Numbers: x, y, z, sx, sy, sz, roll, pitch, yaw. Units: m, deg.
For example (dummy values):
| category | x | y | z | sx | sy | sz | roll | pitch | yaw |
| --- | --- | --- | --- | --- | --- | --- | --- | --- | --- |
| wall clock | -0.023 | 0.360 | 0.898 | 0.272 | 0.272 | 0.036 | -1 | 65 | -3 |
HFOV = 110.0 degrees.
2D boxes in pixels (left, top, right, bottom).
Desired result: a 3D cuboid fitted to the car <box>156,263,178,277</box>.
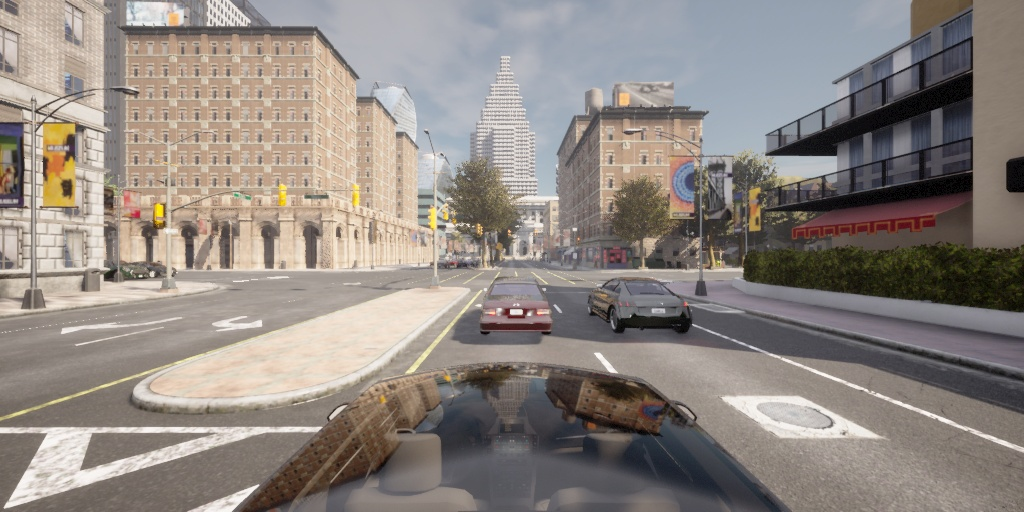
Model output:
| category | x | y | z | sx | sy | sz | roll | pitch | yaw |
| --- | --- | --- | --- | --- | --- | --- | --- | --- | --- |
| car | -34.193 | 1.255 | 33.513 | 4.892 | 1.490 | 1.837 | 0 | 0 | 0 |

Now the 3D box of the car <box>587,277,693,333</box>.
| category | x | y | z | sx | sy | sz | roll | pitch | yaw |
| --- | --- | --- | --- | --- | --- | --- | --- | --- | --- |
| car | 3.589 | 1.314 | 10.790 | 1.994 | 1.385 | 4.181 | 0 | 0 | 0 |

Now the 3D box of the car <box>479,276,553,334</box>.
| category | x | y | z | sx | sy | sz | roll | pitch | yaw |
| --- | --- | --- | --- | --- | --- | --- | --- | --- | --- |
| car | 0.091 | 1.297 | 10.530 | 2.033 | 1.411 | 5.357 | 0 | 0 | 0 |

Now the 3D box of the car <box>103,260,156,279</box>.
| category | x | y | z | sx | sy | sz | roll | pitch | yaw |
| --- | --- | --- | --- | --- | --- | --- | --- | --- | --- |
| car | -33.351 | 1.102 | 30.018 | 4.553 | 1.767 | 2.097 | 0 | 0 | 0 |

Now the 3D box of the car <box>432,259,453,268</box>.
| category | x | y | z | sx | sy | sz | roll | pitch | yaw |
| --- | --- | --- | --- | --- | --- | --- | --- | --- | --- |
| car | -11.630 | 1.276 | 60.266 | 1.812 | 1.442 | 4.674 | 0 | 0 | 0 |

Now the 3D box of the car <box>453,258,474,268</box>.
| category | x | y | z | sx | sy | sz | roll | pitch | yaw |
| --- | --- | --- | --- | --- | --- | --- | --- | --- | --- |
| car | -8.129 | 1.351 | 60.388 | 1.895 | 1.301 | 4.718 | 0 | 0 | 0 |
